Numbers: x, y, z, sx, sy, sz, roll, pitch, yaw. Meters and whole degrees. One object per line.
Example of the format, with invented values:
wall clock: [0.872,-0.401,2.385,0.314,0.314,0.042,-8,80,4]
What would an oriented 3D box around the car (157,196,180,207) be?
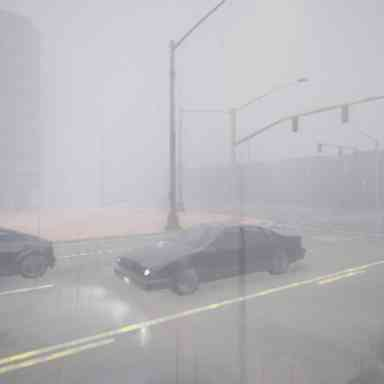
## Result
car: [-3.301,1.415,48.766,1.837,1.490,4.892,0,0,-36]

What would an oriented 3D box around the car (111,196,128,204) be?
car: [-13.775,1.512,63.464,1.994,1.385,4.181,0,0,-36]

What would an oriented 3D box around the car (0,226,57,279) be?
car: [-5.727,1.565,8.491,4.181,1.385,1.994,0,0,-35]

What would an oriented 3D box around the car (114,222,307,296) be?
car: [0.754,1.527,8.798,5.357,1.411,2.033,0,0,-35]
